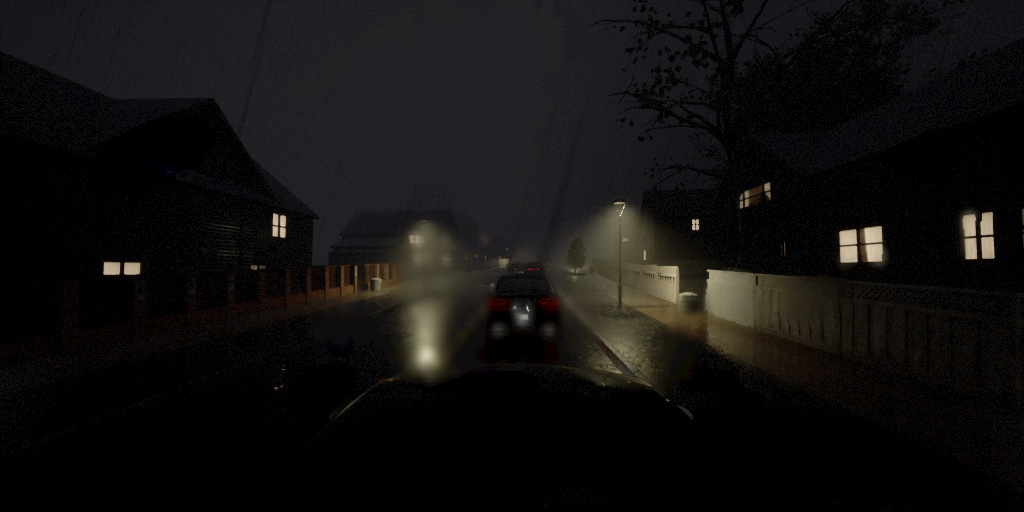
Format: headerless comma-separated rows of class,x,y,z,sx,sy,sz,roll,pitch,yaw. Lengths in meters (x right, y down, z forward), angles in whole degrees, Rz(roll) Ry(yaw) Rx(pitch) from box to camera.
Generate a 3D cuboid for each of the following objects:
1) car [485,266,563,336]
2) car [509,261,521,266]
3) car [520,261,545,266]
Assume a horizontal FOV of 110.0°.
car,0.345,1.231,10.477,1.882,1.535,5.008,0,0,2
car,0.690,1.313,41.844,1.994,1.385,4.181,0,0,10
car,2.101,1.248,31.436,1.837,1.490,4.892,0,0,7
